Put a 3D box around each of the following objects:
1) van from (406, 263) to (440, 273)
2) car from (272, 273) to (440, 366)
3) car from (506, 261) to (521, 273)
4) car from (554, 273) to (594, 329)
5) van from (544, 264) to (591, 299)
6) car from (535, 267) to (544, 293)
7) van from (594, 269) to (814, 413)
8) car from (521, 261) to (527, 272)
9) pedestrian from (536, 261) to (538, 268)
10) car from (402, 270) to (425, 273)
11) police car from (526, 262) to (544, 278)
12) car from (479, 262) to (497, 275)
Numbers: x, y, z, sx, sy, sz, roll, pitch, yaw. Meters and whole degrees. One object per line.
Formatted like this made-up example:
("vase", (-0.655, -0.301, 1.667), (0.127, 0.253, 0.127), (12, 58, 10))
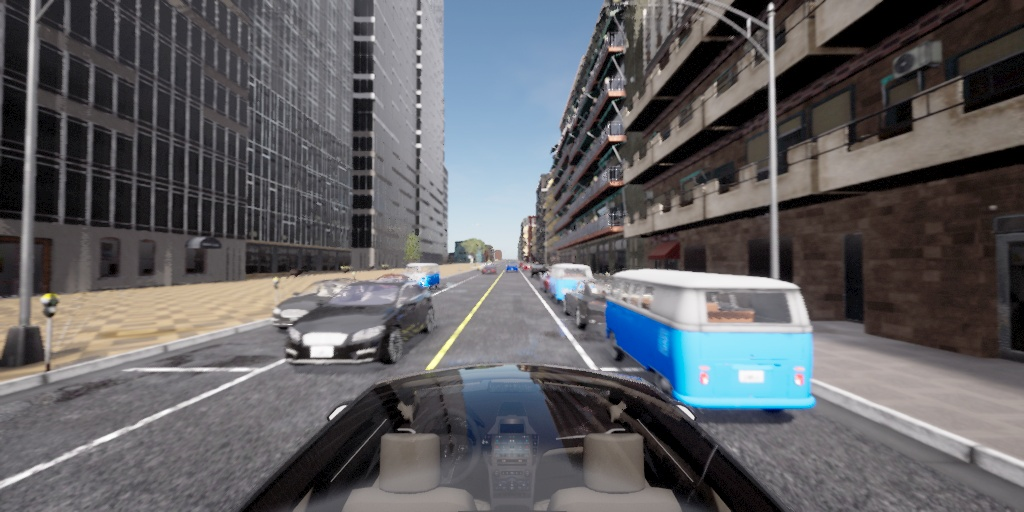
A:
("van", (-5.685, 1.347, 22.801), (1.690, 1.789, 3.998), (0, 0, 0))
("car", (-3.098, 1.323, 8.307), (2.128, 1.511, 4.902), (0, -1, 0))
("car", (0.030, 1.866, 56.765), (1.882, 1.535, 5.008), (0, -1, 1))
("car", (2.694, 1.421, 11.532), (2.007, 1.370, 4.403), (0, 0, 0))
("van", (2.695, 1.279, 17.178), (1.690, 1.789, 3.998), (0, 0, 0))
("car", (2.696, 1.588, 22.824), (1.802, 1.307, 4.207), (0, 0, 0))
("van", (2.692, 1.142, 5.885), (1.690, 1.789, 3.998), (0, 0, 0))
("car", (2.704, 1.889, 62.349), (1.967, 1.591, 4.097), (0, 0, 0))
("pedestrian", (3.009, 1.540, 43.817), (0.375, 1.860, 0.375), (1, -1, -3))
("car", (-5.686, 1.521, 17.155), (1.802, 1.307, 4.207), (0, 0, 0))
("police car", (3.009, 1.638, 40.798), (1.930, 1.638, 5.238), (0, -1, 0))
("car", (-3.065, 1.870, 49.204), (1.994, 1.385, 4.181), (0, -1, 0))
